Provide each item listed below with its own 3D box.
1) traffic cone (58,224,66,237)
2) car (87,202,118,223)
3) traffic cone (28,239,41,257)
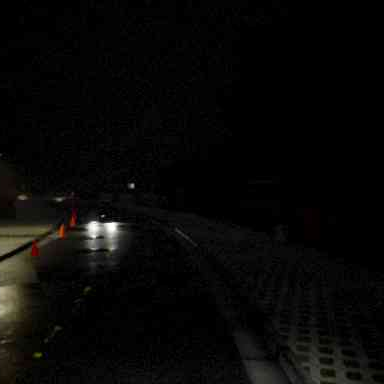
[{"bbox_3d":[-6.259,1.856,16.078,0.340,0.580,0.340,0,0,-13],"label":"traffic cone"},{"bbox_3d":[-6.578,1.413,24.175,1.994,1.385,4.181,0,0,-19],"label":"car"},{"bbox_3d":[-5.354,1.885,11.318,0.340,0.580,0.340,0,0,-9],"label":"traffic cone"}]
